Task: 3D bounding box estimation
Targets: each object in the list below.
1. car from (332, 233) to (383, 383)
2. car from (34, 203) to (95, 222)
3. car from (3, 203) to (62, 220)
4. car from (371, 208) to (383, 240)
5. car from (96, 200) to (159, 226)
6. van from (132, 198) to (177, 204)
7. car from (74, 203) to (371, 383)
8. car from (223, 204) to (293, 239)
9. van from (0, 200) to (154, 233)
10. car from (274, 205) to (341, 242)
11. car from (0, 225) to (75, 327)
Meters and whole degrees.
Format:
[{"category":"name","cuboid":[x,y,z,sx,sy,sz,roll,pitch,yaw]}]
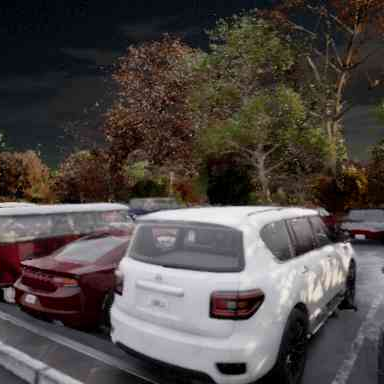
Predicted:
[{"category":"car","cuboid":[3.469,1.461,3.984,2.231,1.521,4.892,-1,0,36]},{"category":"car","cuboid":[-11.734,1.817,30.909,2.097,1.535,5.008,-1,-1,36]},{"category":"car","cuboid":[-16.268,1.916,34.139,2.097,1.535,5.008,-1,-1,36]},{"category":"car","cuboid":[8.648,1.527,16.323,2.163,1.488,4.792,-1,0,35]},{"category":"car","cuboid":[-4.959,1.570,26.022,2.185,1.767,4.553,-1,-1,36]},{"category":"van","cuboid":[-2.611,1.434,24.528,1.878,1.987,4.442,-1,-1,36]},{"category":"car","cuboid":[1.200,1.242,5.641,2.435,2.045,5.566,-1,0,35]},{"category":"car","cuboid":[4.020,1.559,19.429,1.946,1.575,5.366,-1,0,35]},{"category":"van","cuboid":[-3.316,1.333,8.966,1.878,1.987,4.442,-1,0,35]},{"category":"car","cuboid":[6.393,1.530,17.959,2.097,1.535,5.008,-1,0,35]},{"category":"car","cuboid":[-1.101,1.526,7.238,2.097,1.535,5.008,-1,0,35]}]
